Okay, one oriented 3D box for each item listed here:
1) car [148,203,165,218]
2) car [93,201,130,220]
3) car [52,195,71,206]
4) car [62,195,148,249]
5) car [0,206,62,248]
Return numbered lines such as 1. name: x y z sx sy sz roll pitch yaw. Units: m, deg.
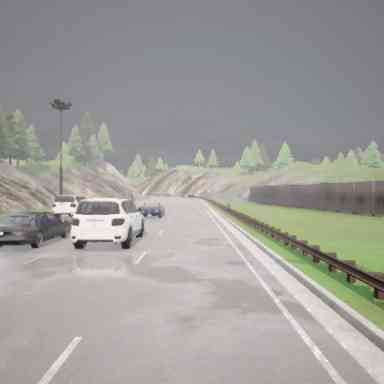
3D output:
1. car: -3.500 1.616 29.680 1.895 1.301 4.718 0 0 0
2. car: -7.000 1.563 29.650 2.033 1.411 5.357 0 0 0
3. car: -10.500 1.258 29.680 2.150 2.045 5.566 0 0 0
4. car: -3.500 1.258 14.680 2.150 2.045 5.566 0 0 0
5. car: -7.000 1.563 14.650 2.033 1.411 5.357 0 0 0
